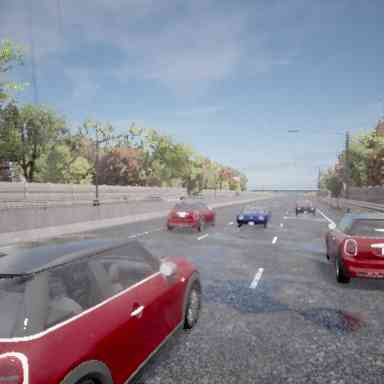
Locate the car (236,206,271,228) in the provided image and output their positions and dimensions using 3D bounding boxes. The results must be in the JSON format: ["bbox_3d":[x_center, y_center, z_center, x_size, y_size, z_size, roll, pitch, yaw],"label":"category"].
[{"bbox_3d":[4.305,1.621,22.438,1.895,1.301,4.718,0,0,17],"label":"car"}]

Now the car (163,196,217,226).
[{"bbox_3d":[0.097,1.369,20.736,2.097,1.767,4.553,0,0,18],"label":"car"}]

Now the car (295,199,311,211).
[{"bbox_3d":[14.507,1.647,43.461,1.895,1.301,4.718,0,0,18],"label":"car"}]

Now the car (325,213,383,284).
[{"bbox_3d":[5.063,1.359,9.473,2.097,1.767,4.553,0,0,18],"label":"car"}]

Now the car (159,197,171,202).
[{"bbox_3d":[-3.453,1.585,56.648,1.812,1.442,4.674,0,0,18],"label":"car"}]

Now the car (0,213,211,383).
[{"bbox_3d":[-1.380,1.354,4.415,2.097,1.767,4.553,0,0,17],"label":"car"}]

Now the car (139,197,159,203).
[{"bbox_3d":[-7.124,1.604,56.669,2.033,1.411,5.357,0,0,18],"label":"car"}]

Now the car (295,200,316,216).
[{"bbox_3d":[11.451,1.634,33.622,1.895,1.301,4.718,0,0,18],"label":"car"}]
